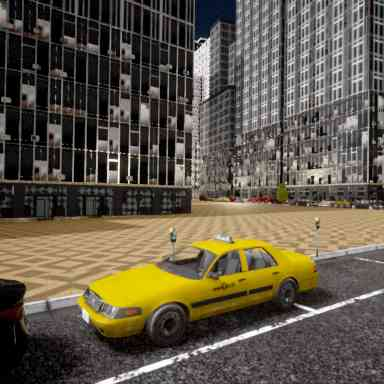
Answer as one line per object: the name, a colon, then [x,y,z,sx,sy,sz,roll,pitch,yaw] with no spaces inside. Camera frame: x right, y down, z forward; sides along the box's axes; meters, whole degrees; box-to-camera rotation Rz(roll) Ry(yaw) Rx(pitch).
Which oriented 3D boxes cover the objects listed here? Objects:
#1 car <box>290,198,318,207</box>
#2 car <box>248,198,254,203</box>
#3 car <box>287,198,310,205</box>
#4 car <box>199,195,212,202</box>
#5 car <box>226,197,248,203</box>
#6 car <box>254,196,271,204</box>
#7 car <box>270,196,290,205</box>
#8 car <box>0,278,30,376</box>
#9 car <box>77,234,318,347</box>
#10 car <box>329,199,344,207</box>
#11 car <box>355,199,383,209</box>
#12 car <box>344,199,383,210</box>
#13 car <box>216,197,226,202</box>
car: [18.369,1.717,53.538,2.008,1.369,4.403,1,-1,-22]
car: [15.117,2.054,82.431,1.802,1.307,4.206,1,-1,-22]
car: [21.444,1.929,66.885,2.008,1.369,4.403,1,-1,-22]
car: [3.618,1.701,89.797,2.192,1.841,5.009,1,-1,-22]
car: [9.939,1.732,74.258,1.967,1.590,4.097,1,-1,-22]
car: [17.230,1.756,77.252,2.192,1.841,5.009,1,-1,-22]
car: [16.263,1.638,58.719,1.967,1.590,4.097,1,-1,-22]
car: [-3.964,1.565,3.258,4.313,1.339,1.947,0,1,-36]
car: [0.401,1.528,6.315,4.829,1.417,1.752,0,1,-35]
car: [25.597,1.842,56.679,1.752,1.417,4.829,1,-1,-22]
car: [27.770,1.835,51.340,2.008,1.369,4.403,1,-1,-22]
car: [22.584,1.655,43.179,2.008,1.369,4.403,1,-1,-22]
car: [7.895,1.848,79.279,1.752,1.417,4.829,1,-1,-22]
